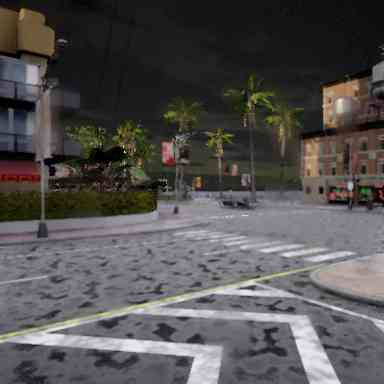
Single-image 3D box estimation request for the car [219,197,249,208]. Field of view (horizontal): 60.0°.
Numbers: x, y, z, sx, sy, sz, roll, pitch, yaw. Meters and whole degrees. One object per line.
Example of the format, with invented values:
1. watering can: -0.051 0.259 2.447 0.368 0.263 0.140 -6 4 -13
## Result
1. car: 5.835 1.405 46.465 1.837 1.490 4.892 0 0 -35
